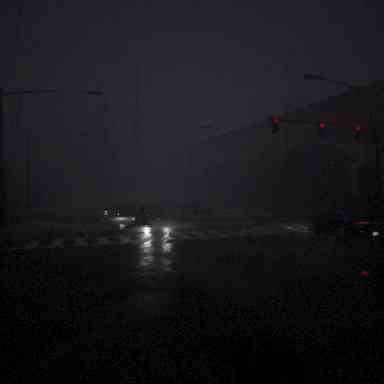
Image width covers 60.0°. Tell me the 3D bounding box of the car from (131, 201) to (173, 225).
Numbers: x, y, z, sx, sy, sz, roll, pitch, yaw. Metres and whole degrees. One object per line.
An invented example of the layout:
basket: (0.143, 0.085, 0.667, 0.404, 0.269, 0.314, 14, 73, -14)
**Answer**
car: (-3.240, 1.699, 26.073, 1.812, 1.442, 4.674, -1, 0, -21)

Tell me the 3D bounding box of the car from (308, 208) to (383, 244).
car: (7.263, 1.495, 15.960, 2.128, 1.511, 4.902, 0, 0, -5)

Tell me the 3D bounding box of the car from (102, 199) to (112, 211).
car: (-11.874, 1.860, 48.295, 1.882, 1.535, 5.008, -1, 0, -21)

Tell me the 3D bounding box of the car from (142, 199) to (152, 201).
car: (-9.020, 2.010, 59.919, 1.895, 1.301, 4.718, -1, 0, -24)

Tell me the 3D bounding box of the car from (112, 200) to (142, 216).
car: (-7.126, 1.745, 36.054, 1.882, 1.535, 5.008, -1, 0, -21)

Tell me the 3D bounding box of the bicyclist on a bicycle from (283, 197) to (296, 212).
bicyclist on a bicycle: (10.555, 1.368, 36.060, 1.656, 1.620, 0.582, -1, 0, -21)

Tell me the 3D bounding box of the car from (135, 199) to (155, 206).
car: (-9.595, 2.069, 68.001, 1.895, 1.301, 4.718, 0, 0, -38)

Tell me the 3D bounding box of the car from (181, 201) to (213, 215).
car: (0.489, 1.730, 36.348, 2.033, 1.411, 5.357, -1, 0, -21)

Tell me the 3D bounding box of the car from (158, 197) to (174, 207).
car: (-4.825, 1.710, 59.240, 2.097, 1.767, 4.553, -1, 0, -24)
